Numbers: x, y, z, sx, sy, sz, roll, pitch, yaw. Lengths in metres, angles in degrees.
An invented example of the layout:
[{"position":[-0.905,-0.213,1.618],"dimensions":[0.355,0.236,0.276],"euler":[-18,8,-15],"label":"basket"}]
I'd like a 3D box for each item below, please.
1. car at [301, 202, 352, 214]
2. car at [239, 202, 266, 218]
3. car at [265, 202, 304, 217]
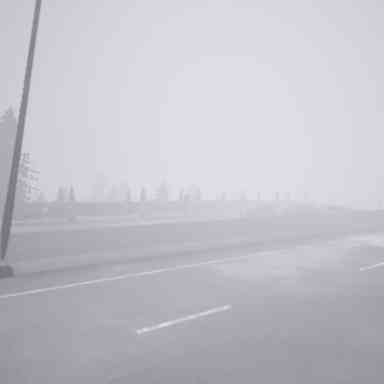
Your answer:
[{"position":[10.567,1.686,25.071],"dimensions":[4.181,1.385,1.994],"euler":[0,0,-37],"label":"car"},{"position":[6.475,1.661,30.753],"dimensions":[4.902,1.511,2.128],"euler":[0,0,-37],"label":"car"},{"position":[8.909,1.637,28.203],"dimensions":[4.902,1.511,2.128],"euler":[0,0,-37],"label":"car"}]
